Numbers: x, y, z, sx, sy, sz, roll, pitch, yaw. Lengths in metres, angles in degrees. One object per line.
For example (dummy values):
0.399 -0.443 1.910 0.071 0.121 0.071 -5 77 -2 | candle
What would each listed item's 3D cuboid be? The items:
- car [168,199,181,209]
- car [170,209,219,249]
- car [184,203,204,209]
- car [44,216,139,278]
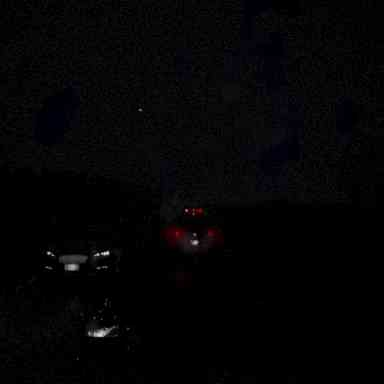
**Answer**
-2.676 1.770 52.442 1.812 1.442 4.674 0 -1 0 | car
0.122 1.647 14.853 1.895 1.301 4.718 0 0 0 | car
0.145 1.716 32.325 1.895 1.301 4.718 0 0 0 | car
-2.836 1.524 10.311 2.128 1.511 4.902 0 0 0 | car
